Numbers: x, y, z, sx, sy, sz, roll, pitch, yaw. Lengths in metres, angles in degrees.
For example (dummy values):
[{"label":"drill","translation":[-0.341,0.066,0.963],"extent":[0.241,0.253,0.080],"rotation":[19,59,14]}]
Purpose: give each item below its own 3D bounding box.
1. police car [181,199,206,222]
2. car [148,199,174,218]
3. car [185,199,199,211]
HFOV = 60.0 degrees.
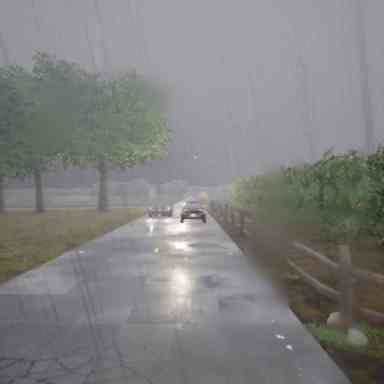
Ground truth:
[{"label":"police car","translation":[0.098,1.561,26.988],"extent":[2.038,1.542,4.974],"rotation":[0,0,0]},{"label":"car","translation":[-2.827,1.439,31.136],"extent":[2.097,1.767,4.553],"rotation":[0,0,0]},{"label":"car","translation":[0.050,1.691,45.238],"extent":[1.801,1.575,5.366],"rotation":[0,-1,1]}]
